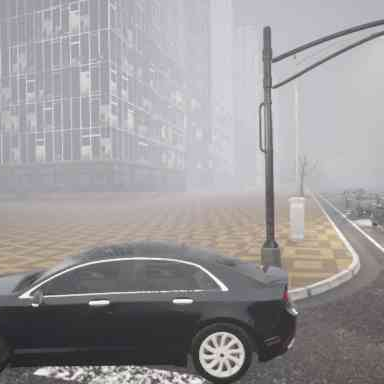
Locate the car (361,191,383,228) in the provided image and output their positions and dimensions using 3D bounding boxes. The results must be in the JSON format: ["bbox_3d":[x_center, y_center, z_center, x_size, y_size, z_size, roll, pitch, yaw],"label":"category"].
[{"bbox_3d":[9.064,0.928,14.380,2.128,1.511,4.902,-1,2,18],"label":"car"}]

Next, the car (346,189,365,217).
[{"bbox_3d":[11.122,0.760,20.672,1.994,1.385,4.181,-1,2,17],"label":"car"}]

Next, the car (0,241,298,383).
[{"bbox_3d":[-1.039,1.505,4.759,4.892,1.490,1.837,0,0,0],"label":"car"}]

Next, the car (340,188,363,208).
[{"bbox_3d":[13.125,0.454,26.733,2.128,1.511,4.902,-1,2,18],"label":"car"}]
